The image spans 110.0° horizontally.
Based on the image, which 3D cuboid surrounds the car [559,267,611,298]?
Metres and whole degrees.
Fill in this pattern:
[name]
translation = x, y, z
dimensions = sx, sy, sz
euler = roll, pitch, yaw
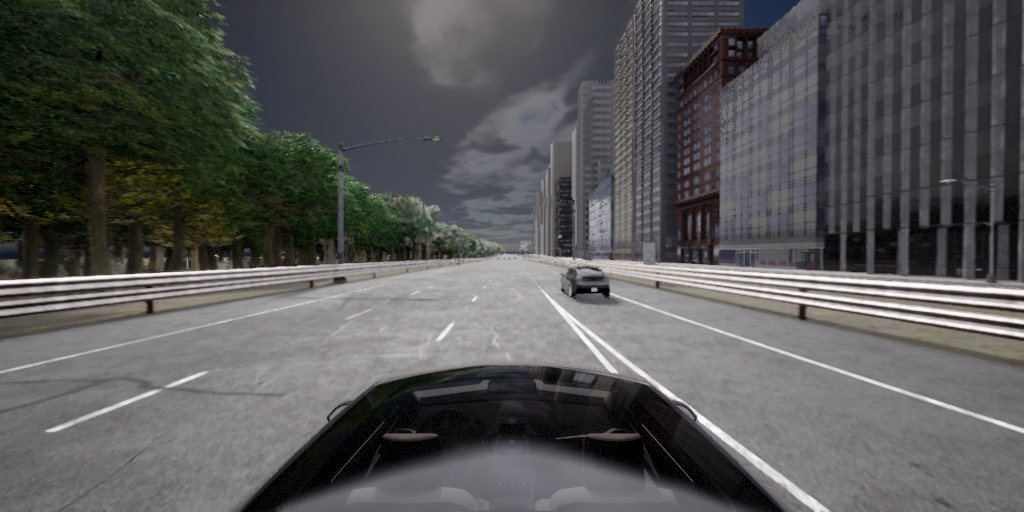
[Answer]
[car]
translation = 3.642, 1.276, 18.445
dimensions = 1.837, 1.490, 4.892
euler = 0, 0, -1
